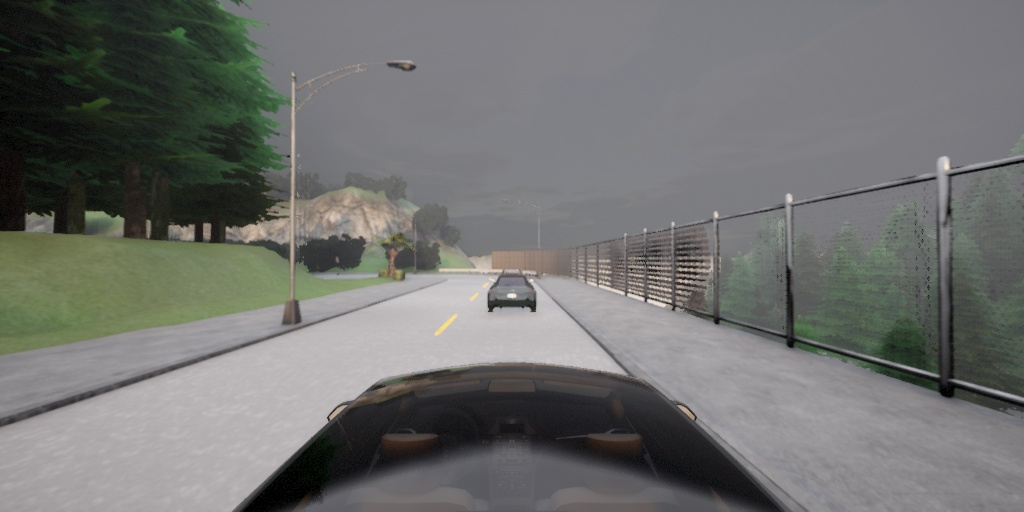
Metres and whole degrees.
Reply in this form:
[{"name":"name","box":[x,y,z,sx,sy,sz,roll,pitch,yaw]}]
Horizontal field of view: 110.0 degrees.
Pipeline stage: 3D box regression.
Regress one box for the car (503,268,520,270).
[{"name":"car","box":[-0.019,1.662,30.082,1.895,1.301,4.718,0,-1,0]}]

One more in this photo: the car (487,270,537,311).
[{"name":"car","box":[0.012,1.464,15.299,1.994,1.385,4.181,0,-1,0]}]
